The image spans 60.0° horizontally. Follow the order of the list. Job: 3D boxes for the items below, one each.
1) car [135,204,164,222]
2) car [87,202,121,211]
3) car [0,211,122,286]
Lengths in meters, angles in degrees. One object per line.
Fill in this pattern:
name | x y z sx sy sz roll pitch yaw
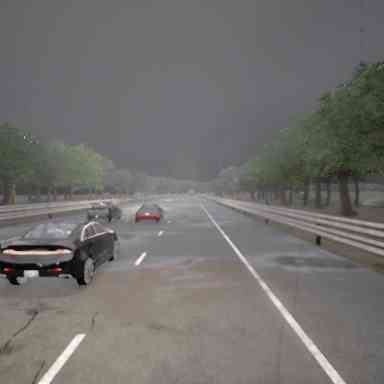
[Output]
car | -3.408 1.653 27.301 1.994 1.385 4.181 0 0 0
car | -6.908 1.578 26.589 2.128 1.511 4.902 0 0 0
car | -3.404 1.523 9.476 2.128 1.511 4.902 0 0 0
